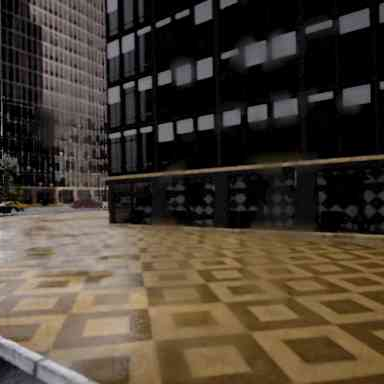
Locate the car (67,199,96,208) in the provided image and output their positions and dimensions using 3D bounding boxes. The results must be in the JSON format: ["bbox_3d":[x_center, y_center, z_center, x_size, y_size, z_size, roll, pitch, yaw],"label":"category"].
[{"bbox_3d":[-17.567,1.830,52.939,1.802,1.307,4.206,-1,0,35],"label":"car"}]

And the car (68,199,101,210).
[{"bbox_3d":[-13.853,1.645,43.594,1.802,1.307,4.206,-1,0,35],"label":"car"}]

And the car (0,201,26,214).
[{"bbox_3d":[-20.190,1.717,34.458,2.008,1.369,4.403,-1,0,35],"label":"car"}]

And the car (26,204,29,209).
[{"bbox_3d":[-24.002,1.877,43.663,1.752,1.417,4.829,-1,0,35],"label":"car"}]
